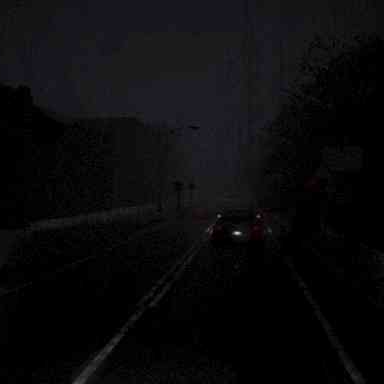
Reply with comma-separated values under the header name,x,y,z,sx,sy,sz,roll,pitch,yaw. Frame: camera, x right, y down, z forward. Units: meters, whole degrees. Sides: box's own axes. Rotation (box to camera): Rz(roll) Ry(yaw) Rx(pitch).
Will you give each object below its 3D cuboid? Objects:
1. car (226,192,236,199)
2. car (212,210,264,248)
name,x,y,z,sx,sy,sz,roll,pitch,yaw
car,9.093,0.678,77.029,2.097,1.767,4.553,0,0,10
car,1.992,1.462,14.234,1.994,1.385,4.181,0,1,9
